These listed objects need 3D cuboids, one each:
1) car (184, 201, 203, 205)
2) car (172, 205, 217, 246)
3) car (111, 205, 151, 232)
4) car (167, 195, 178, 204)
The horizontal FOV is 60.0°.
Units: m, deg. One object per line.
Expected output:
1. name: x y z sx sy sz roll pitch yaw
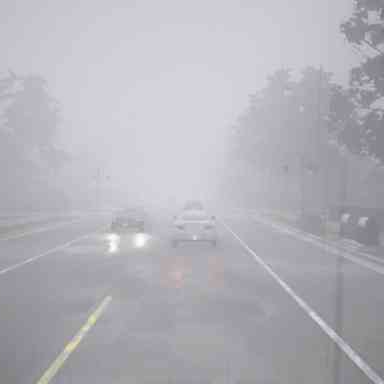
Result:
1. car: 0.120 1.528 32.688 1.994 1.385 4.181 0 0 0
2. car: 0.109 1.525 15.131 1.812 1.442 4.674 0 0 0
3. car: -3.588 1.521 20.220 1.812 1.442 4.674 0 0 0
4. car: -3.504 1.272 60.754 1.882 1.535 5.008 0 0 1
